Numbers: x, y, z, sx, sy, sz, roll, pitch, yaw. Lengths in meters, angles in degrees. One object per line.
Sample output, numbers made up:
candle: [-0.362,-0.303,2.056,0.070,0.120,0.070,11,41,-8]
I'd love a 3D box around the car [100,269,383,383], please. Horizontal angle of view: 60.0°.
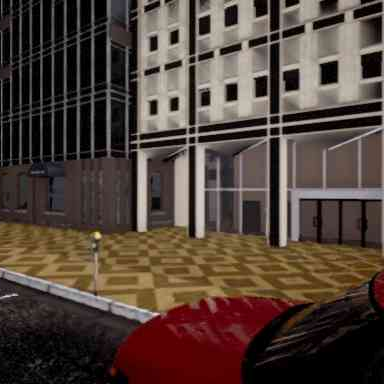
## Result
car: [1.656,1.318,1.699,5.009,1.841,2.192,0,0,36]
